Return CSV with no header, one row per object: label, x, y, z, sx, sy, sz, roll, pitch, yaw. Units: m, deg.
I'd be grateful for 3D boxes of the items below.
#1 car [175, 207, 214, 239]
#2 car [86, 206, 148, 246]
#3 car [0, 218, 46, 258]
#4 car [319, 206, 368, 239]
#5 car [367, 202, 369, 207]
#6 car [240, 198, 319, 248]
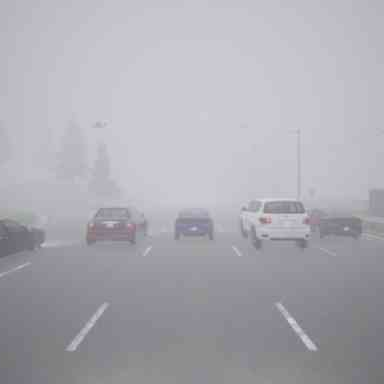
car,0.102,1.556,17.761,1.882,1.535,5.008,0,0,0
car,-3.400,1.422,15.904,2.097,1.767,4.553,0,0,0
car,-6.934,1.597,11.281,2.033,1.411,5.357,0,0,0
car,7.102,1.556,17.751,1.882,1.535,5.008,0,0,0
car,28.495,1.692,48.882,5.008,1.535,1.882,0,0,26
car,3.602,1.289,15.281,2.150,2.045,5.566,0,0,0
